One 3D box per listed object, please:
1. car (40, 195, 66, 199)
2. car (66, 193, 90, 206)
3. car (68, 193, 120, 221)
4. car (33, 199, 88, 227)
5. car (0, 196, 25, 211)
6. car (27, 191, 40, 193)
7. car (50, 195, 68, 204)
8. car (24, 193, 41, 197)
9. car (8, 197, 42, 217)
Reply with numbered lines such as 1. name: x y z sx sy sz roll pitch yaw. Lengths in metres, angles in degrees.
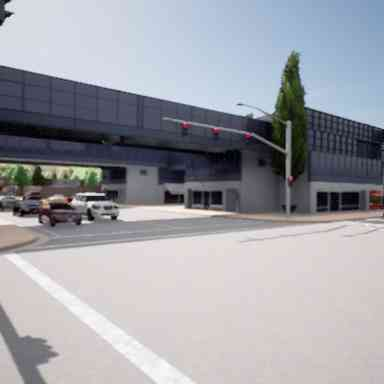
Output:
1. car: -13.881 1.308 34.305 1.882 1.535 5.008 0 0 -38
2. car: -17.420 1.127 50.601 2.097 1.767 4.553 0 0 -38
3. car: -7.752 1.114 26.407 2.150 2.045 5.566 0 0 -38
4. car: -8.854 1.416 22.123 1.812 1.442 4.674 0 0 -38
5. car: -20.302 1.299 36.881 1.812 1.442 4.674 0 0 -37
6. car: -28.025 0.898 58.442 2.150 2.045 5.566 0 0 -38
7. car: -23.423 1.240 58.406 1.812 1.442 4.674 0 0 -36
8. car: -20.103 1.271 42.340 1.837 1.490 4.892 0 0 -38
9. car: -14.221 1.400 29.011 1.994 1.385 4.181 0 0 -40
